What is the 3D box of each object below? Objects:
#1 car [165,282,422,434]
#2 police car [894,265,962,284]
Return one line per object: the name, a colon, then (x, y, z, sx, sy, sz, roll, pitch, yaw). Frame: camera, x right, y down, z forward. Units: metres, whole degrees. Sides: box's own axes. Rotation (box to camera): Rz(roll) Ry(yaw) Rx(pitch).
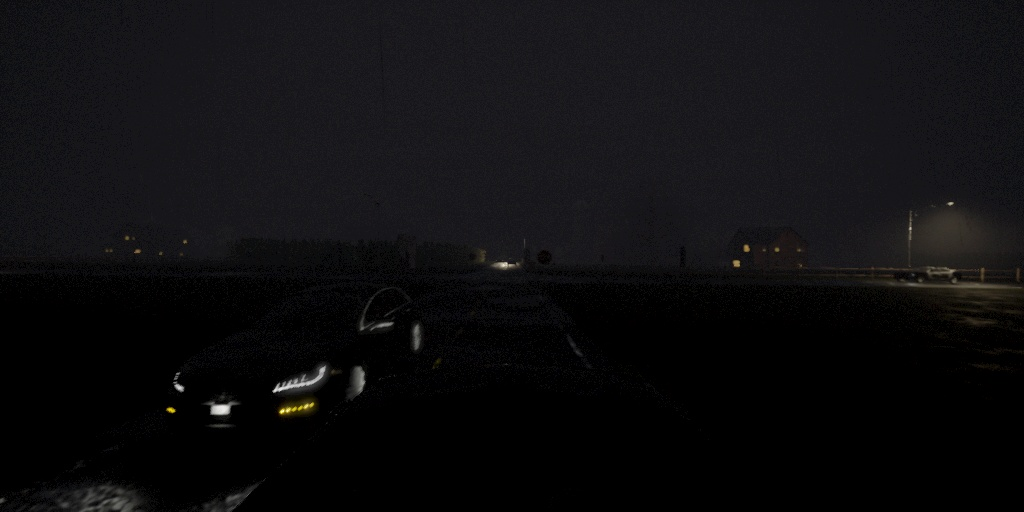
car: (-2.842, 1.252, 5.931, 1.837, 1.490, 4.892, 0, 0, 0)
police car: (39.004, 1.708, 33.762, 5.238, 1.638, 1.930, 1, 1, 0)
